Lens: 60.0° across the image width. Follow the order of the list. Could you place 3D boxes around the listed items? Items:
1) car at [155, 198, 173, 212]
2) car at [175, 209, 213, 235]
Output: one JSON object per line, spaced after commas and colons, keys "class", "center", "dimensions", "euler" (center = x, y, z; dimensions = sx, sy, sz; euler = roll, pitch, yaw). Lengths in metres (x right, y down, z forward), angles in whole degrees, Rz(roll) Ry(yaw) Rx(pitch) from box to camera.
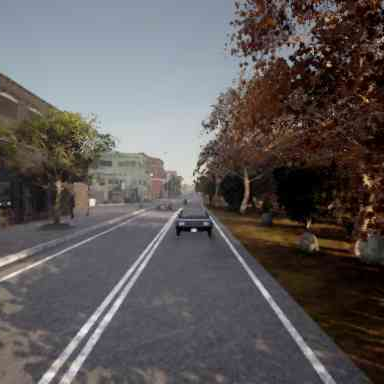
{"class": "car", "center": [-3.321, 1.572, 40.468], "dimensions": [1.837, 1.490, 4.892], "euler": [0, 0, 0]}
{"class": "car", "center": [0.101, 1.604, 18.687], "dimensions": [1.895, 1.301, 4.718], "euler": [0, 0, 0]}
